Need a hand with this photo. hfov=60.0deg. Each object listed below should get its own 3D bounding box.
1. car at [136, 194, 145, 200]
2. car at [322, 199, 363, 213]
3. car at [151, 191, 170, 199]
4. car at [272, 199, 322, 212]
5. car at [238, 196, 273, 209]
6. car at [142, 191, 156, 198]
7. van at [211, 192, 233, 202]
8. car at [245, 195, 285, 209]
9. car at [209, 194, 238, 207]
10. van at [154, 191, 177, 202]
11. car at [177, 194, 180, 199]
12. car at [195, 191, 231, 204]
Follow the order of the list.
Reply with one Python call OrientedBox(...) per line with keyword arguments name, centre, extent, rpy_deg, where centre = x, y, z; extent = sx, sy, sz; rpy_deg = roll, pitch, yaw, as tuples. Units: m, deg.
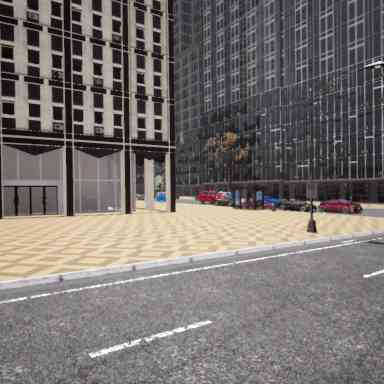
OrientedBox(name="car", centre=(-11.184, 1.038, 68.316), extent=(2.008, 1.369, 4.403), rpy_deg=(0, 1, -34))
OrientedBox(name="car", centre=(15.197, 1.407, 34.181), extent=(1.994, 1.385, 4.181), rpy_deg=(-1, 1, -34))
OrientedBox(name="car", centre=(-7.459, 0.613, 77.727), extent=(2.192, 1.841, 5.009), rpy_deg=(0, 1, -34))
OrientedBox(name="car", centre=(11.110, 1.422, 35.364), extent=(1.947, 1.339, 4.313), rpy_deg=(-1, 1, -34))
OrientedBox(name="car", centre=(7.924, 1.387, 40.073), extent=(1.802, 1.307, 4.206), rpy_deg=(-1, 1, -34))
OrientedBox(name="car", centre=(-10.659, 0.684, 82.425), extent=(1.967, 1.590, 4.097), rpy_deg=(0, 1, -34))
OrientedBox(name="van", centre=(5.342, 0.853, 58.939), extent=(1.690, 1.788, 3.998), rpy_deg=(-1, 1, -34))
OrientedBox(name="car", centre=(9.305, 1.225, 42.832), extent=(1.882, 1.535, 5.008), rpy_deg=(-1, 1, -34))
OrientedBox(name="car", centre=(4.772, 1.318, 44.803), extent=(1.947, 1.339, 4.313), rpy_deg=(-1, 1, -34))
OrientedBox(name="van", centre=(-4.783, 0.936, 58.920), extent=(1.690, 1.788, 3.998), rpy_deg=(0, 1, -34))
OrientedBox(name="car", centre=(-4.258, 0.934, 73.034), extent=(1.802, 1.307, 4.206), rpy_deg=(0, 1, -34))
OrientedBox(name="car", centre=(3.315, 0.872, 51.634), extent=(2.150, 2.045, 5.566), rpy_deg=(-1, 1, -34))
